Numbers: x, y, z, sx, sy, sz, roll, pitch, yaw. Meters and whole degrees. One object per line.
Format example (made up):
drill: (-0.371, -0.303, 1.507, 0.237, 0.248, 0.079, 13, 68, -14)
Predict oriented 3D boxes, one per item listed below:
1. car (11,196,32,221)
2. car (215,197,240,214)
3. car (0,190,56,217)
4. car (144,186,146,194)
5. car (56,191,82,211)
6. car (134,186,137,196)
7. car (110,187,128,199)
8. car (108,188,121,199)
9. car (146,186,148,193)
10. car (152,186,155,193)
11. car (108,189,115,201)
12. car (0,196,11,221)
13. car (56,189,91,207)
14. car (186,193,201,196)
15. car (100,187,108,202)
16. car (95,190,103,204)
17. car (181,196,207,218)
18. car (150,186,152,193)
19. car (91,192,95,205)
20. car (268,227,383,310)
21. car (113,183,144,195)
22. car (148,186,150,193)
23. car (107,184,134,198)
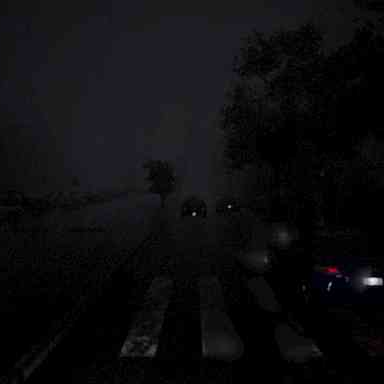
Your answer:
car: (-13.786, 1.249, 22.572, 4.674, 1.452, 2.002, -1, 1, -20)
car: (3.174, 1.161, 30.046, 1.994, 1.385, 4.181, 0, 1, 0)
car: (-13.750, 0.913, 25.586, 5.566, 2.045, 2.435, -1, 1, -20)
car: (-13.585, -0.228, 76.593, 4.553, 1.767, 2.185, -1, 2, -20)
car: (-13.582, 1.046, 31.643, 5.366, 1.575, 1.946, -1, 1, -20)
car: (-13.486, 0.265, 61.657, 5.366, 1.575, 1.946, -1, 1, -20)
car: (-13.653, 0.468, 55.605, 4.792, 1.488, 2.163, -1, 1, -20)
car: (-13.691, 0.610, 49.590, 5.008, 1.535, 2.097, -1, 2, -20)
car: (-13.638, -0.294, 79.578, 4.553, 1.767, 2.185, -1, 1, -20)
car: (-13.604, -0.611, 88.572, 5.566, 2.045, 2.435, -1, 2, -20)
car: (-13.710, 0.734, 46.592, 4.674, 1.452, 2.002, -1, 1, -20)
car: (-13.963, 1.253, 19.499, 5.366, 1.575, 1.946, -1, 1, -20)
car: (-13.773, 0.740, 34.565, 5.566, 2.045, 2.435, -1, 1, -20)
car: (0.205, 0.837, 42.727, 1.812, 1.442, 4.674, 0, 2, 0)
car: (-13.749, 0.649, 43.578, 4.553, 1.767, 2.185, -1, 1, -20)
car: (-13.728, 0.894, 40.594, 4.674, 1.452, 2.002, -1, 1, -20)
car: (0.165, 1.265, 26.283, 1.895, 1.301, 4.718, 0, 1, 0)
car: (-13.611, -0.268, 85.575, 4.792, 1.488, 2.163, -1, 2, -20)
car: (-13.761, 0.953, 37.570, 4.792, 1.488, 2.163, -1, 2, -20)
car: (3.119, 1.483, 7.729, 1.994, 1.385, 4.181, 0, 1, 0)
car: (-13.660, -0.210, 70.565, 5.566, 2.045, 2.435, -1, 2, -20)
car: (-13.603, -0.233, 82.591, 4.892, 1.521, 2.231, -1, 1, -20)
car: (-13.649, 0.104, 58.600, 5.566, 2.045, 2.435, -1, 1, -20)
